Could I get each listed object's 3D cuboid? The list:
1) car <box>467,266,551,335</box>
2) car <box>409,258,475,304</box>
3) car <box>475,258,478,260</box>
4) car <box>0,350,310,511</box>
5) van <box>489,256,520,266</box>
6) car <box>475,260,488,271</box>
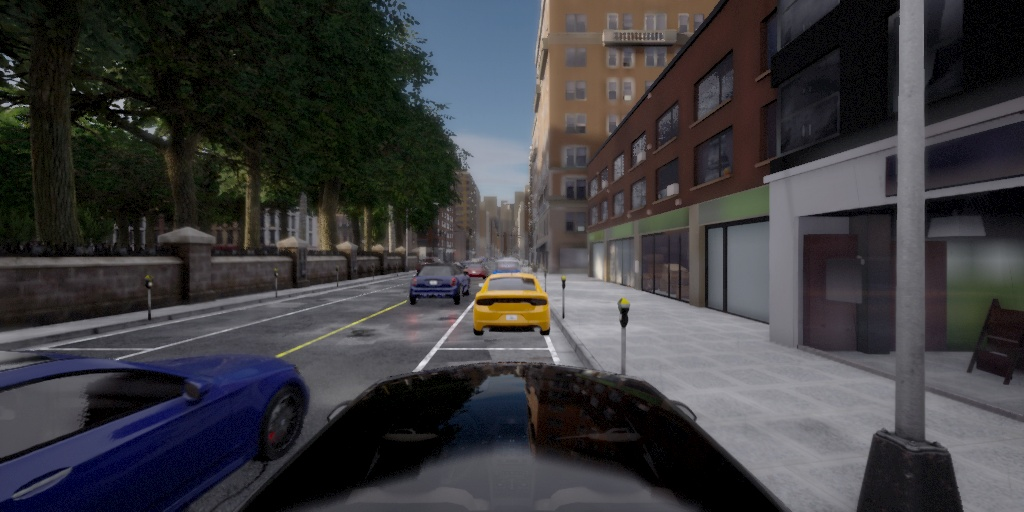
[{"bbox_3d":[-0.005,1.225,10.500,1.882,1.535,5.008,0,0,0],"label":"car"},{"bbox_3d":[-3.144,1.095,16.498,2.097,1.767,4.553,0,0,0],"label":"car"},{"bbox_3d":[-6.149,1.277,48.873,1.994,1.385,4.181,0,0,0],"label":"car"},{"bbox_3d":[-3.146,1.275,2.016,1.812,1.442,4.674,0,0,0],"label":"car"},{"bbox_3d":[-0.289,1.083,21.849,1.690,1.789,3.998,0,0,0],"label":"van"},{"bbox_3d":[-3.142,1.298,31.692,1.994,1.385,4.181,0,0,0],"label":"car"}]
